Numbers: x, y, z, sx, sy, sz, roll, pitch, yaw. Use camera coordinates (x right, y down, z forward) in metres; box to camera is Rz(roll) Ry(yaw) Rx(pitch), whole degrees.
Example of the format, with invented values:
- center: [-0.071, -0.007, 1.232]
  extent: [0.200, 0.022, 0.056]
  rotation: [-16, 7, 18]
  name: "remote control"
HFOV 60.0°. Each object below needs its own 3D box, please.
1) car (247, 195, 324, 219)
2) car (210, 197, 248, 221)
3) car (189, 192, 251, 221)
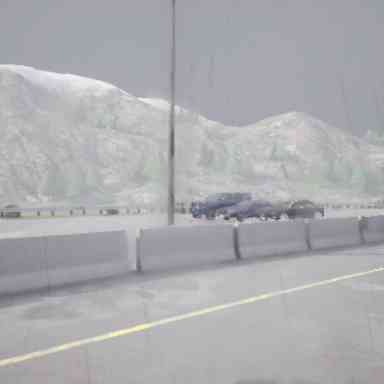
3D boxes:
- center: [6.048, 1.117, 20.336]
  extent: [4.892, 1.490, 1.837]
  rotation: [0, 0, -30]
  name: "car"
- center: [4.271, 1.236, 23.353]
  extent: [5.357, 1.411, 2.033]
  rotation: [0, 0, -30]
  name: "car"
- center: [2.472, 0.987, 26.353]
  extent: [5.566, 2.045, 2.150]
  rotation: [0, 0, -30]
  name: "car"
